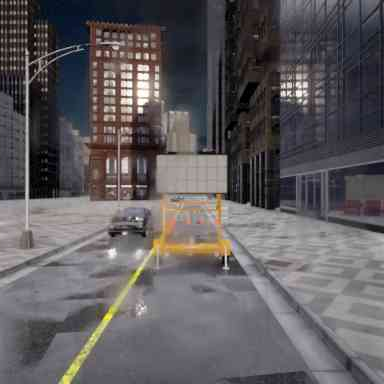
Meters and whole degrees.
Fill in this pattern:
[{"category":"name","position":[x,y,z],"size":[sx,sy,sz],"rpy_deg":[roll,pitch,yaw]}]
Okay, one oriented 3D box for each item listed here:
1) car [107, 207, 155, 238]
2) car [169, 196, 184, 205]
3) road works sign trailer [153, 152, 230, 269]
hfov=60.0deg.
[{"category":"car","position":[-3.110,1.551,18.141],"size":[2.033,1.411,5.357],"rpy_deg":[0,0,0]},{"category":"car","position":[-3.093,1.638,60.258],"size":[2.033,1.411,5.357],"rpy_deg":[0,0,0]},{"category":"road works sign trailer","position":[-0.004,0.465,11.091],"size":[2.380,3.560,2.880],"rpy_deg":[0,0,0]}]
